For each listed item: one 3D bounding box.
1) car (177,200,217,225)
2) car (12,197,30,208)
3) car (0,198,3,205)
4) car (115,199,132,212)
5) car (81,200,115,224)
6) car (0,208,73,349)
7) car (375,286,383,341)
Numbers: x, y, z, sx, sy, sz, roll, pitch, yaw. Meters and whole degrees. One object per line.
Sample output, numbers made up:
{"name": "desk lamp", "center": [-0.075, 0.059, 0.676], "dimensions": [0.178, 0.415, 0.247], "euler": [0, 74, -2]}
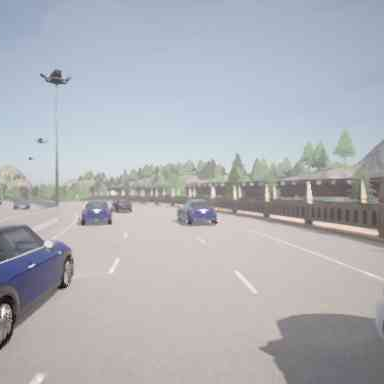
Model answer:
{"name": "car", "center": [0.265, 1.345, 24.407], "dimensions": [2.097, 1.767, 4.553], "euler": [0, 0, -14]}
{"name": "car", "center": [-22.978, 1.689, 44.910], "dimensions": [1.812, 1.442, 4.674], "euler": [-1, 0, -28]}
{"name": "car", "center": [-38.931, 1.881, 66.674], "dimensions": [1.895, 1.301, 4.718], "euler": [-1, 0, -29]}
{"name": "car", "center": [-8.365, 1.535, 39.138], "dimensions": [2.128, 1.511, 4.902], "euler": [0, 0, -23]}
{"name": "car", "center": [-7.174, 1.392, 25.247], "dimensions": [2.097, 1.767, 4.553], "euler": [0, 0, -15]}
{"name": "car", "center": [-3.847, 1.369, 6.318], "dimensions": [2.097, 1.767, 4.553], "euler": [0, 0, -4]}
{"name": "car", "center": [3.437, 1.207, 1.827], "dimensions": [2.150, 2.045, 5.566], "euler": [0, 0, -1]}
